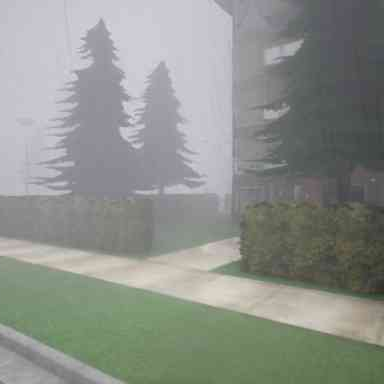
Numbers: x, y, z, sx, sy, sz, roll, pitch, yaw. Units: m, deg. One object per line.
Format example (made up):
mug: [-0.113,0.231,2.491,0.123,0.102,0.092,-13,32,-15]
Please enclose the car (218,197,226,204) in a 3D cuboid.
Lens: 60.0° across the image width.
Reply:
car: [4.950,1.509,61.252,1.895,1.301,4.718,0,0,36]
